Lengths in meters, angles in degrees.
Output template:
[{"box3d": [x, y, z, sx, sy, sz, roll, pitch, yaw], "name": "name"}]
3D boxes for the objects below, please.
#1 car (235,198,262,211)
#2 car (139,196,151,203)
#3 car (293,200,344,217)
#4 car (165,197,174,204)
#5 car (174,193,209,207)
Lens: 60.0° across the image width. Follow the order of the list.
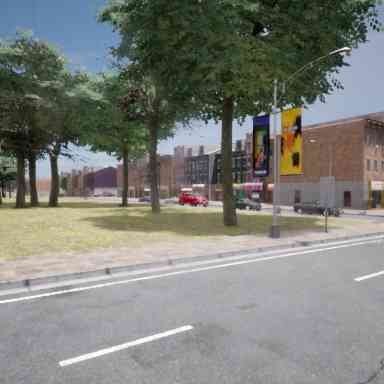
[{"box3d": [6.363, 1.497, 40.456, 1.837, 1.490, 4.892, 1, 0, -35], "name": "car"}, {"box3d": [-8.779, 1.402, 66.612, 2.033, 1.411, 5.357, 1, 0, -35], "name": "car"}, {"box3d": [12.193, 1.589, 32.268, 1.837, 1.490, 4.892, 1, 0, -35], "name": "car"}, {"box3d": [-2.907, 1.489, 58.461, 1.895, 1.301, 4.718, 1, 0, -35], "name": "car"}, {"box3d": [0.158, 1.137, 49.187, 2.150, 2.045, 5.566, 1, 0, -35], "name": "car"}]
